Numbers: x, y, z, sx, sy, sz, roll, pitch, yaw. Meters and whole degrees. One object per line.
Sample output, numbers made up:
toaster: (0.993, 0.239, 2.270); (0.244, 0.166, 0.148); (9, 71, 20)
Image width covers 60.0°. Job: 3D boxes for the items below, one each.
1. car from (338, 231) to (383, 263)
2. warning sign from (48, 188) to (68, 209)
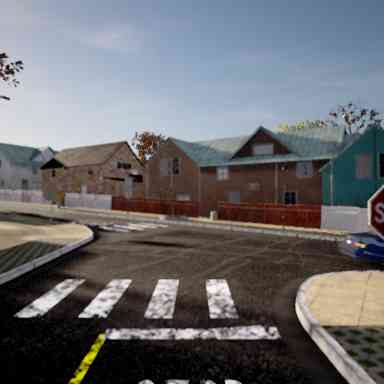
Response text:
car: (8.017, 1.903, 11.440); (5.357, 1.411, 2.033); (3, 0, 5)
warning sign: (-12.323, 0.596, 30.604); (1.060, 1.860, 1.300); (-1, 1, 32)
